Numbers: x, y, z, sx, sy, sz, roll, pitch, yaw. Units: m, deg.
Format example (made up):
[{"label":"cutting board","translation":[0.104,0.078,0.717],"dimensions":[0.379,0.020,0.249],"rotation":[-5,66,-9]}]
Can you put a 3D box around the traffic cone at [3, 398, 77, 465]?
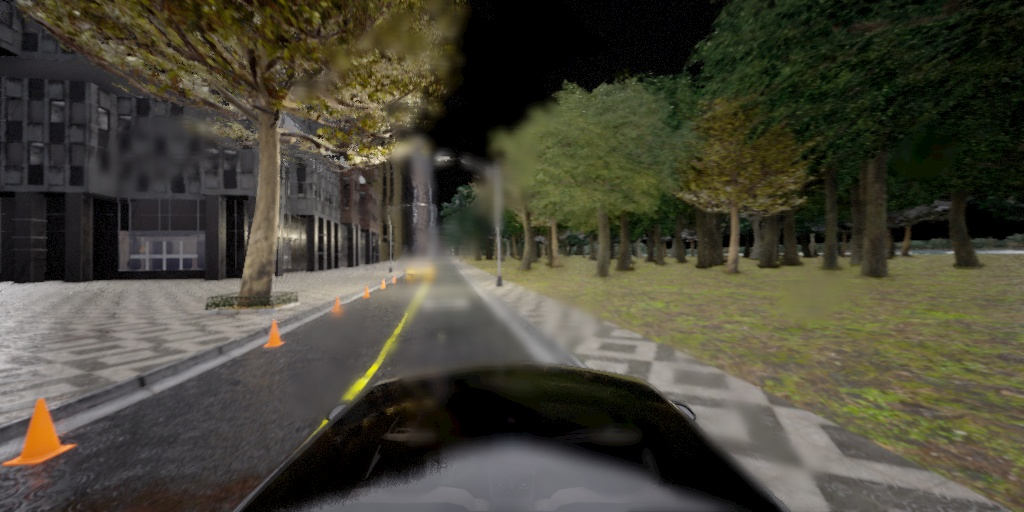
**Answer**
[{"label":"traffic cone","translation":[-4.895,1.780,3.731],"dimensions":[0.340,0.580,0.340],"rotation":[0,0,-5]}]

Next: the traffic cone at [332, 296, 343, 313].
[{"label":"traffic cone","translation":[-6.469,1.787,13.318],"dimensions":[0.340,0.580,0.340],"rotation":[0,0,-10]}]

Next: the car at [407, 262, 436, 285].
[{"label":"car","translation":[-6.877,1.265,27.411],"dimensions":[1.882,1.535,5.008],"rotation":[-1,0,-11]}]

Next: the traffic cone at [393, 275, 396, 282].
[{"label":"traffic cone","translation":[-9.203,1.767,28.070],"dimensions":[0.340,0.580,0.340],"rotation":[0,0,-10]}]

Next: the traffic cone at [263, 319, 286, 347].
[{"label":"traffic cone","translation":[-5.558,1.783,8.401],"dimensions":[0.340,0.580,0.340],"rotation":[0,0,-11]}]

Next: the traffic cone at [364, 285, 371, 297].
[{"label":"traffic cone","translation":[-7.380,1.788,18.235],"dimensions":[0.340,0.580,0.340],"rotation":[0,0,-10]}]

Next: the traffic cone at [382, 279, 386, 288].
[{"label":"traffic cone","translation":[-8.292,1.779,23.152],"dimensions":[0.340,0.580,0.340],"rotation":[0,0,-10]}]
